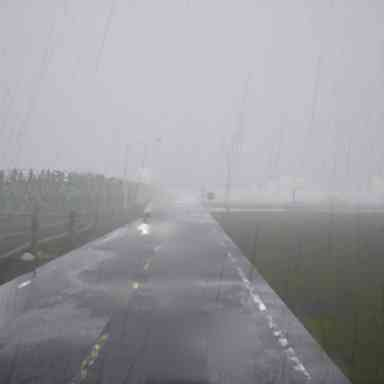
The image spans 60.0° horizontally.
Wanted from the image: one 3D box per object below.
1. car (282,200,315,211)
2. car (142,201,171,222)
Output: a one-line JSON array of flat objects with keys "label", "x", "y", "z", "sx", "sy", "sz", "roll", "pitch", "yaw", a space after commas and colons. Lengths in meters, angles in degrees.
[{"label": "car", "x": 14.069, "y": 1.776, "z": 44.092, "sx": 4.181, "sy": 1.385, "sz": 1.994, "roll": 0, "pitch": 0, "yaw": 1}, {"label": "car", "x": -2.806, "y": 1.546, "z": 26.999, "sx": 1.882, "sy": 1.535, "sz": 5.008, "roll": 0, "pitch": 0, "yaw": 0}]
